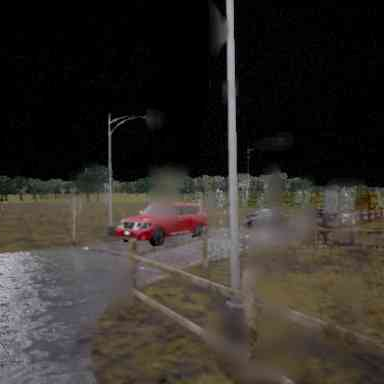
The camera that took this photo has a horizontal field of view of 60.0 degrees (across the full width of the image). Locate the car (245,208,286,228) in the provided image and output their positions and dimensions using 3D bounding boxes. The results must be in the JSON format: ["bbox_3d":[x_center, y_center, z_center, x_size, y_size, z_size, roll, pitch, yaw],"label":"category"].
[{"bbox_3d":[6.121,2.094,27.208,1.837,1.490,4.892,0,0,38],"label":"car"}]

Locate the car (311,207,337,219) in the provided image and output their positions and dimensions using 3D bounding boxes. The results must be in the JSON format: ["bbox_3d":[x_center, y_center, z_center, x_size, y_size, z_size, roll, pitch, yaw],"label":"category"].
[{"bbox_3d":[15.760,2.499,39.559,1.994,1.385,4.181,0,-1,38],"label":"car"}]

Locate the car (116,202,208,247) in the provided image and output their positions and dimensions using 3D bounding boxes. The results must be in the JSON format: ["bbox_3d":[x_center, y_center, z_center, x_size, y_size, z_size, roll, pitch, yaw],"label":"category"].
[{"bbox_3d":[-1.349,1.585,17.567,2.150,2.045,5.566,0,-1,37],"label":"car"}]
